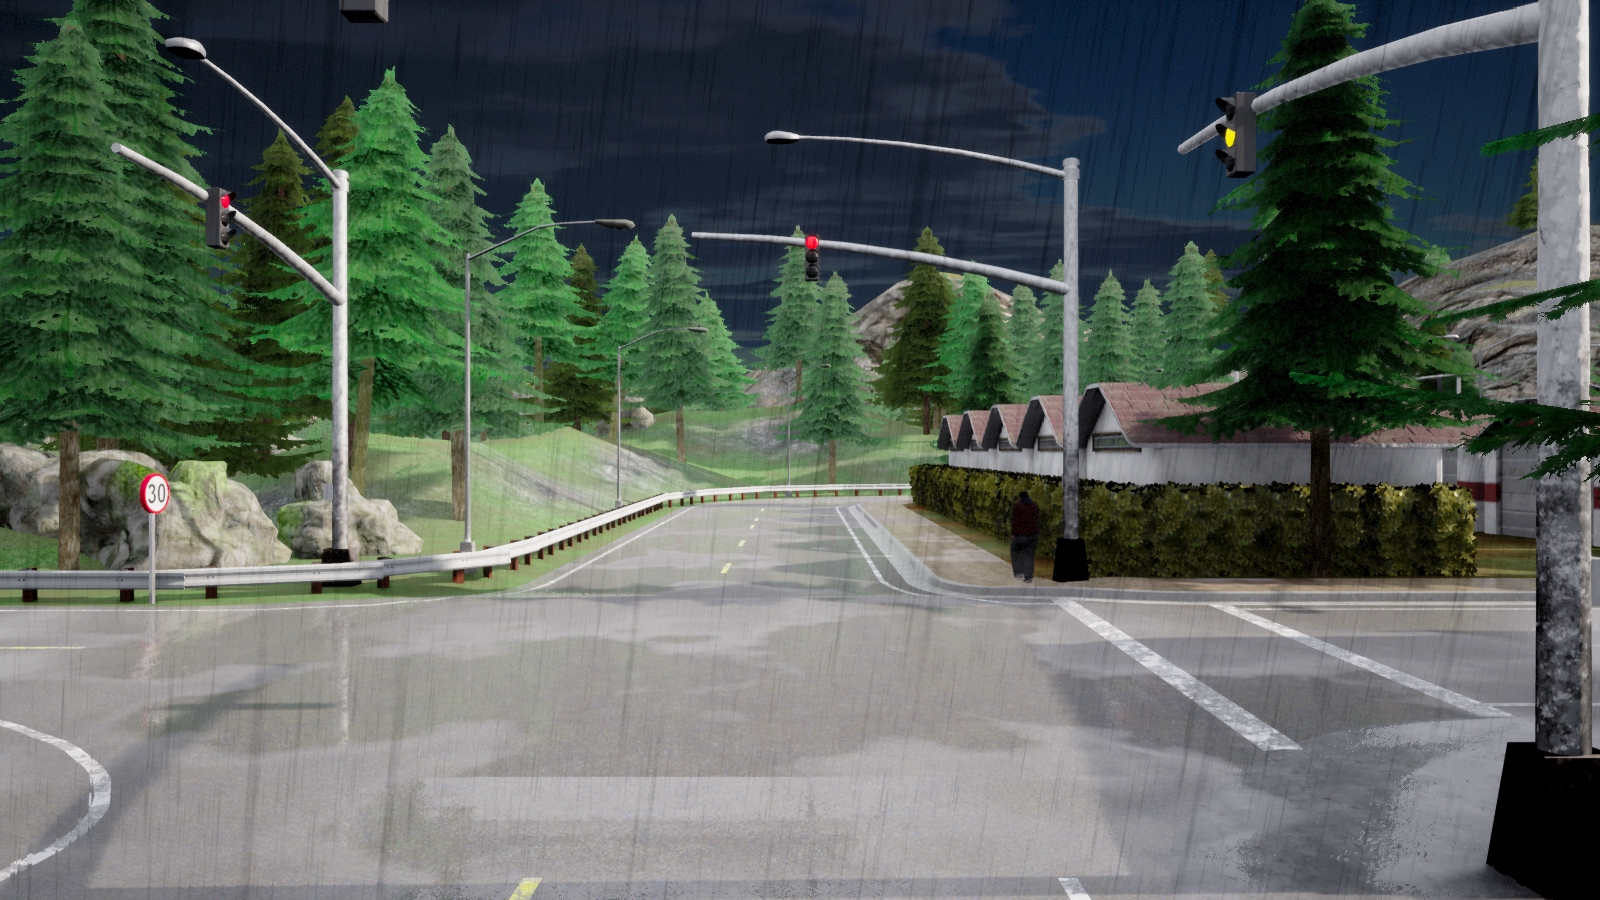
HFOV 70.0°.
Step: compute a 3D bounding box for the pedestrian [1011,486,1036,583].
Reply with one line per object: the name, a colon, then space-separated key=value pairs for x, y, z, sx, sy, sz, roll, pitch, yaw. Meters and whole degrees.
pedestrian: x=4.379 y=1.648 z=22.372 sx=0.375 sy=1.860 sz=0.375 roll=0 pitch=0 yaw=-9
